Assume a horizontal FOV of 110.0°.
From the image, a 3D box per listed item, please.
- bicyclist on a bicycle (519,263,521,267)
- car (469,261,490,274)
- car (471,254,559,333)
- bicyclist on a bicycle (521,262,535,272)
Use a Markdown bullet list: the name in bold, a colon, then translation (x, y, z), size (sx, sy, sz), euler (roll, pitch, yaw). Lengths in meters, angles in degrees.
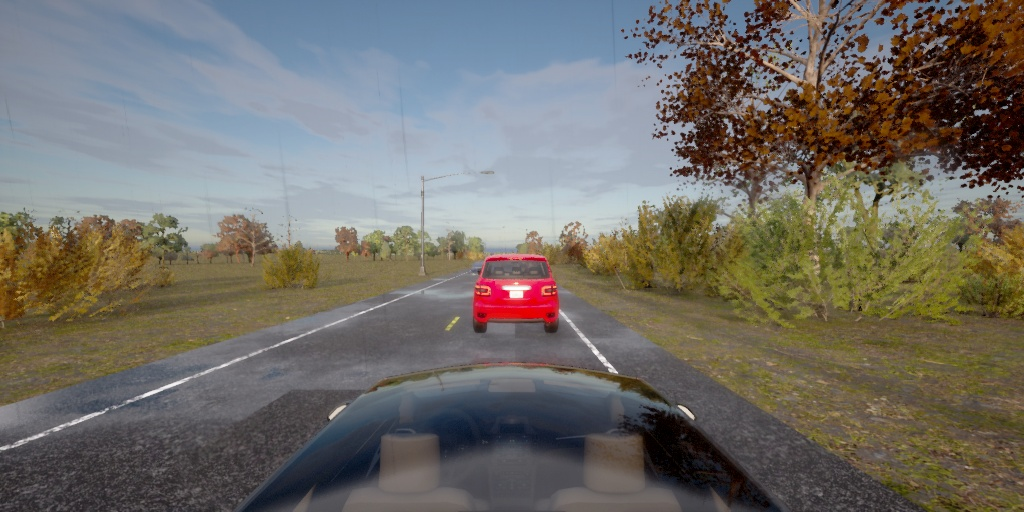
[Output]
- **bicyclist on a bicycle**: translation (0.895, 1.110, 28.583), size (0.659, 1.776, 1.843), euler (0, 0, 0)
- **car**: translation (-3.768, 1.284, 42.740), size (2.033, 1.411, 5.357), euler (0, 0, 0)
- **car**: translation (0.089, 0.968, 10.864), size (2.150, 2.045, 5.566), euler (0, 0, 0)
- **bicyclist on a bicycle**: translation (0.938, 1.114, 18.570), size (0.659, 1.776, 1.843), euler (0, 0, 0)
